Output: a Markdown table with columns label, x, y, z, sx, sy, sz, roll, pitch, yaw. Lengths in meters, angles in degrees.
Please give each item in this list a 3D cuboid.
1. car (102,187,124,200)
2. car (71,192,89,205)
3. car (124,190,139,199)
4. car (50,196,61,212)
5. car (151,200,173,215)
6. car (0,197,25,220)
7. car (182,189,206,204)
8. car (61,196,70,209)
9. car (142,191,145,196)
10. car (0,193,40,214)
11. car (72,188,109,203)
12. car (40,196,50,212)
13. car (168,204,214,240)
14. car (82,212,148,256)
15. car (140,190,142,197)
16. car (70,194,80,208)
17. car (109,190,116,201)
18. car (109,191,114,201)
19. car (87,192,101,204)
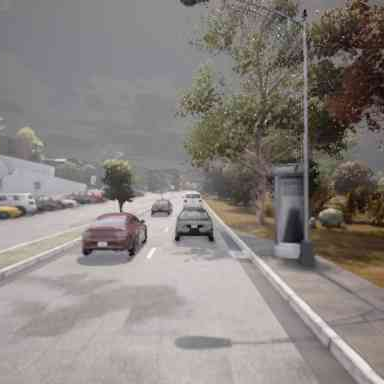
| label | x | y | z | sx | sy | sz | roll | pitch | yaw |
| --- | --- | --- | --- | --- | --- | --- | --- | --- | --- |
| car | -16.834 | 0.676 | 65.484 | 5.566 | 2.045 | 2.435 | -1 | 1 | -20 |
| car | -16.813 | 1.230 | 44.500 | 5.008 | 1.535 | 2.097 | -1 | 1 | -20 |
| car | -16.823 | 0.504 | 83.494 | 5.566 | 2.045 | 2.435 | -1 | 1 | -20 |
| car | -16.828 | 1.400 | 35.501 | 4.674 | 1.452 | 2.002 | -1 | 0 | -20 |
| car | -2.900 | 1.444 | 32.739 | 2.033 | 1.411 | 5.357 | 0 | 1 | 0 |
| car | -16.659 | 1.438 | 26.549 | 5.366 | 1.575 | 1.946 | -1 | 0 | -20 |
| car | 0.100 | 1.062 | 37.577 | 2.150 | 2.045 | 5.566 | 0 | 1 | 0 |
| car | -16.856 | 1.192 | 38.488 | 4.553 | 1.767 | 2.185 | -1 | 1 | -20 |
| car | -16.795 | 0.433 | 92.508 | 5.566 | 2.045 | 2.435 | -1 | 1 | -20 |
| car | -16.858 | 1.169 | 29.475 | 5.566 | 2.045 | 2.435 | -1 | 1 | -20 |
| car | -16.794 | 0.838 | 53.516 | 5.566 | 2.045 | 2.435 | -1 | 1 | -20 |
| car | -16.853 | 1.420 | 32.477 | 4.792 | 1.488 | 2.163 | -1 | 1 | -20 |
| car | 0.100 | 1.543 | 17.009 | 2.033 | 1.411 | 5.357 | 0 | 0 | 0 |
| car | -2.900 | 1.527 | 13.086 | 1.812 | 1.442 | 4.674 | 0 | 0 | 0 |
| car | -16.774 | 0.747 | 89.514 | 4.674 | 1.452 | 2.002 | -1 | 1 | -20 |
| car | -16.824 | 1.316 | 41.501 | 4.674 | 1.452 | 2.002 | -1 | 1 | -20 |
| car | -16.984 | 1.004 | 59.437 | 5.366 | 1.575 | 1.946 | -1 | 1 | -20 |
| car | -16.638 | 1.038 | 56.571 | 5.366 | 1.575 | 1.946 | -1 | 1 | -20 |
| car | -16.790 | 1.164 | 50.517 | 4.792 | 1.488 | 2.163 | -1 | 1 | -20 |
